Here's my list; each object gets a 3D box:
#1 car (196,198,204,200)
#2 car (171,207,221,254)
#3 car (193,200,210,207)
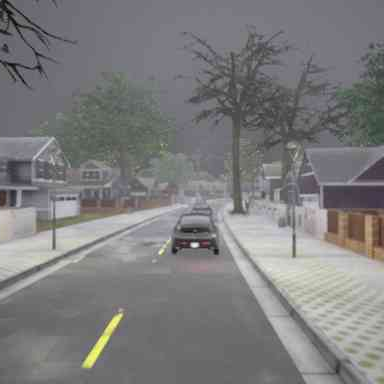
[{"bbox_3d":[1.496,1.970,61.389,1.837,1.490,4.892,0,-1,8],"label":"car"},{"bbox_3d":[0.180,1.640,14.221,1.837,1.490,4.892,0,0,2],"label":"car"},{"bbox_3d":[0.897,1.753,29.154,2.128,1.511,4.902,0,0,4],"label":"car"}]
